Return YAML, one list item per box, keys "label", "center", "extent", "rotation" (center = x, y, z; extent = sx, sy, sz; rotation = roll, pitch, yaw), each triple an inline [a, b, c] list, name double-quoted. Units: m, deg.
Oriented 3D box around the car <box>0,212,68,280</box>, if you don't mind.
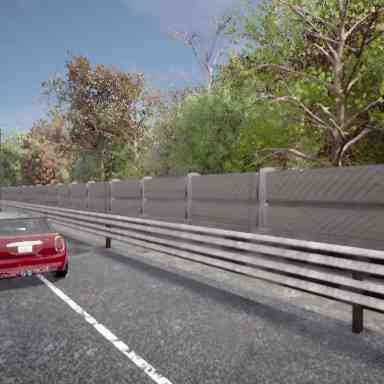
- label: "car"
  center: [-5.178, 1.356, 9.483]
  extent: [2.097, 1.767, 4.553]
  rotation: [0, 0, -37]
